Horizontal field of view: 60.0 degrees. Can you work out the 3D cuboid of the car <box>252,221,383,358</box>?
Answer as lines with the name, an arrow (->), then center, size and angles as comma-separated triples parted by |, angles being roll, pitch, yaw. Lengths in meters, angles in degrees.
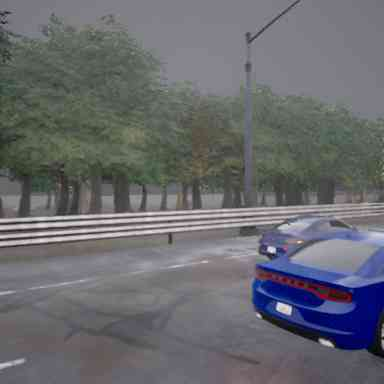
car -> 3.303, 1.455, 6.030 | 5.008, 1.535, 1.882 | 0, 0, -35

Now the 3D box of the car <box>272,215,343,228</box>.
car -> 4.191, 1.489, 10.901 | 4.674, 1.442, 1.812 | 0, 0, -35
